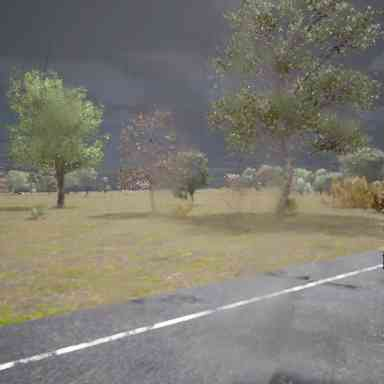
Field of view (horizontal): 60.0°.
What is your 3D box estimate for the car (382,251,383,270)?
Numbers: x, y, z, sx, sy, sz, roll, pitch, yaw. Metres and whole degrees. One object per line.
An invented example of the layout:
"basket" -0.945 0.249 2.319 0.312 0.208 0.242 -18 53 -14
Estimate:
"car" 7.176 1.507 9.217 5.008 1.535 1.882 0 0 -36
